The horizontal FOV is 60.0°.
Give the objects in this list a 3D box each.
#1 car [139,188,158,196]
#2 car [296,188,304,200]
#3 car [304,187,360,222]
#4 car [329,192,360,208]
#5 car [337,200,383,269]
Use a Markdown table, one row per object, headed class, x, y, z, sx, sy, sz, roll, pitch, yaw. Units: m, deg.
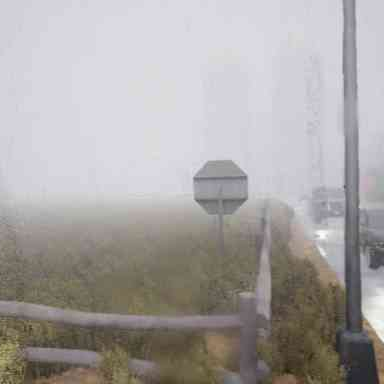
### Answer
| class | x | y | z | sx | sy | sz | roll | pitch | yaw |
| --- | --- | --- | --- | --- | --- | --- | --- | --- | --- |
| car | -10.873 | 0.086 | 83.687 | 4.611 | 1.667 | 2.242 | -1 | 1 | 13 |
| car | 12.368 | 0.275 | 35.899 | 1.882 | 1.535 | 5.008 | -1 | 1 | 14 |
| car | 8.708 | 0.713 | 21.198 | 2.150 | 2.045 | 5.566 | -1 | 1 | 13 |
| car | 14.871 | 0.689 | 32.607 | 1.895 | 1.301 | 4.718 | -1 | 1 | 14 |
| car | 5.996 | 1.229 | 10.206 | 1.882 | 1.535 | 5.008 | -1 | 1 | 15 |
